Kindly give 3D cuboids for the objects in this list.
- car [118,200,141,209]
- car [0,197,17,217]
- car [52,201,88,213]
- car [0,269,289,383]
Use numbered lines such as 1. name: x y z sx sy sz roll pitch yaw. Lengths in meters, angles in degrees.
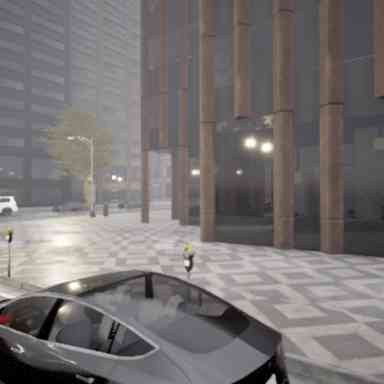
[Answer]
1. car: -9.001 1.809 49.353 1.994 1.385 4.181 0 0 36
2. car: -20.482 1.507 33.222 2.150 2.045 5.566 0 0 35
3. car: -14.969 1.829 40.972 1.994 1.385 4.181 0 0 36
4. car: -1.113 1.593 3.755 4.313 1.339 1.947 -1 0 36
